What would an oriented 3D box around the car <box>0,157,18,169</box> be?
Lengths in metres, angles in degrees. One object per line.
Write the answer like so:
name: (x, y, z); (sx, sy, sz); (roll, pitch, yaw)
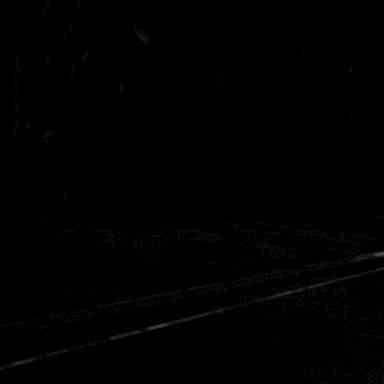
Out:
car: (-17.394, -2.473, 29.423); (2.002, 1.452, 4.674); (1, -2, 40)
